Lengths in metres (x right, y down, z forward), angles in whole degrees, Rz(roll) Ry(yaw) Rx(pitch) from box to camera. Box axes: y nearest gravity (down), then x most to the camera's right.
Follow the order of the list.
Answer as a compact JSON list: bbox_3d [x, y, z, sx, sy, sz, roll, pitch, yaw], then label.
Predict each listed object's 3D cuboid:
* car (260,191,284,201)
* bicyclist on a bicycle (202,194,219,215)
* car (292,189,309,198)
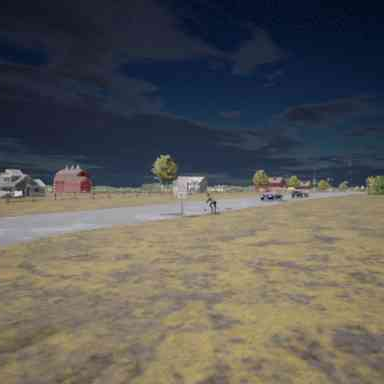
[{"bbox_3d":[11.453,0.562,47.428,1.895,1.301,4.718,1,2,35],"label":"car"},{"bbox_3d":[1.452,0.995,26.566,1.656,1.620,0.582,0,1,35],"label":"bicyclist on a bicycle"},{"bbox_3d":[18.824,0.222,57.829,1.837,1.490,4.892,1,2,35],"label":"car"}]
